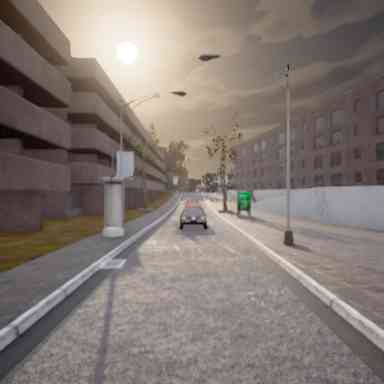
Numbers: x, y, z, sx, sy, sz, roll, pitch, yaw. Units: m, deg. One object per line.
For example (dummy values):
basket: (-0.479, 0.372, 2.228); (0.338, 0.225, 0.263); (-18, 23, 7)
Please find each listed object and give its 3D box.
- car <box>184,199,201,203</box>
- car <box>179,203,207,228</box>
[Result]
car: (0.080, 1.672, 40.896); (2.097, 1.767, 4.553); (0, 0, 0)
car: (0.089, 1.715, 23.198); (2.033, 1.411, 5.357); (0, -1, 0)
